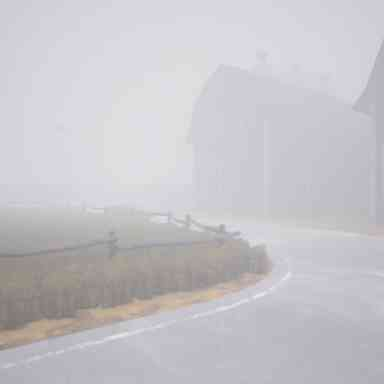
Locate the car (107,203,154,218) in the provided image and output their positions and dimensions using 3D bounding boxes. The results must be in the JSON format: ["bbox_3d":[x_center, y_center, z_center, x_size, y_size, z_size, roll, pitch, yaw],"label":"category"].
[{"bbox_3d":[-5.280,1.602,27.880,2.033,1.411,5.357,0,0,-38],"label":"car"}]
